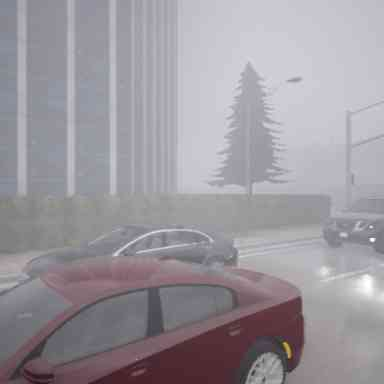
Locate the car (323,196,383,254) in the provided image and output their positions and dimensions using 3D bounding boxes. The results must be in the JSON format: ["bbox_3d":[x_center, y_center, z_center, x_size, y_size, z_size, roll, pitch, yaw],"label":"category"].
[{"bbox_3d":[7.760,1.204,13.703,5.566,2.045,2.150,0,0,-35],"label":"car"}]

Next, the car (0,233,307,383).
[{"bbox_3d":[-0.974,1.477,3.286,5.008,1.535,1.882,0,0,-35],"label":"car"}]

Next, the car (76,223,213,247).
[{"bbox_3d":[-1.120,1.488,7.474,4.902,1.511,2.128,0,0,-35],"label":"car"}]
